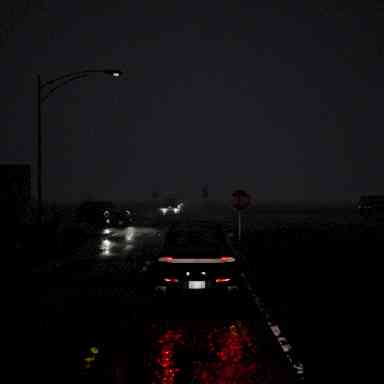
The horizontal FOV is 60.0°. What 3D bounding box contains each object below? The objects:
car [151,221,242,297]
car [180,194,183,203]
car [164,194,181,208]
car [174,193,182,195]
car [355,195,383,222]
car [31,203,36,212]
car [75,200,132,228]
[{"bbox_3d":[0.089,1.491,8.543,2.128,1.511,4.902,0,0,0],"label":"car"},{"bbox_3d":[-3.003,1.552,57.839,1.812,1.442,4.674,0,0,0],"label":"car"},{"bbox_3d":[-2.986,1.495,47.877,1.882,1.535,5.008,0,0,0],"label":"car"},{"bbox_3d":[-2.978,1.260,69.398,2.150,2.045,5.566,0,0,0],"label":"car"},{"bbox_3d":[16.162,1.312,26.756,5.566,2.045,2.150,0,1,0],"label":"car"},{"bbox_3d":[-16.950,1.422,30.475,4.902,1.511,2.128,0,1,-1],"label":"car"},{"bbox_3d":[-6.033,1.368,22.487,2.097,1.767,4.553,0,0,-45],"label":"car"}]
